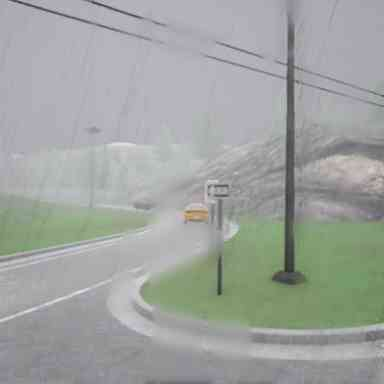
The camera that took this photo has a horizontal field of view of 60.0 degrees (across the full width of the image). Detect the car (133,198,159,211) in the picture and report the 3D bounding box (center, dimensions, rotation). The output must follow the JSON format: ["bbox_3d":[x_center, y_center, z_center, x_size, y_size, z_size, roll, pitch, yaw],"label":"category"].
[{"bbox_3d":[-6.325,1.580,45.030,2.097,1.767,4.553,1,0,-32],"label":"car"}]

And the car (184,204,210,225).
[{"bbox_3d":[0.375,1.644,26.056,1.882,1.535,5.008,1,0,1],"label":"car"}]
